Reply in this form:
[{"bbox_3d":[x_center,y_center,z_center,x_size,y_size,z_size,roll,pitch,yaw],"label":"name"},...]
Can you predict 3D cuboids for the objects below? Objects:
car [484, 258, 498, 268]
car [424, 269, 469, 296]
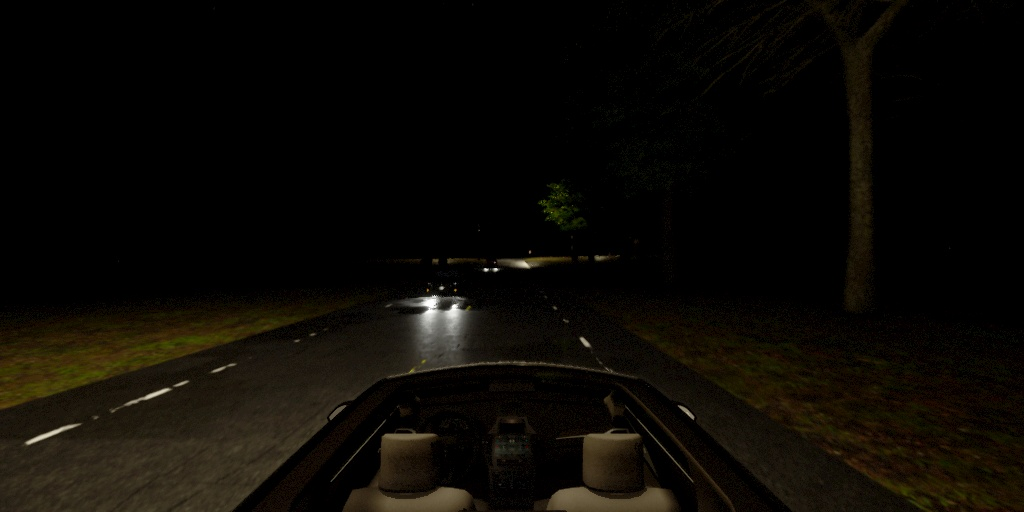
[{"bbox_3d":[-3.544,1.134,61.483,2.097,1.767,4.553,0,1,1],"label":"car"},{"bbox_3d":[-3.601,1.451,20.334,1.994,1.385,4.181,0,0,0],"label":"car"}]
